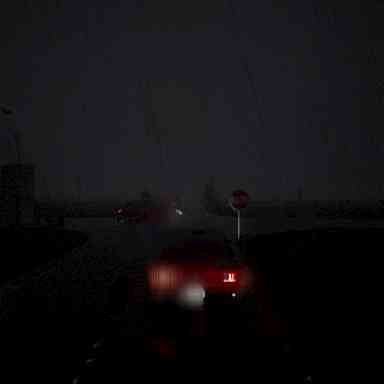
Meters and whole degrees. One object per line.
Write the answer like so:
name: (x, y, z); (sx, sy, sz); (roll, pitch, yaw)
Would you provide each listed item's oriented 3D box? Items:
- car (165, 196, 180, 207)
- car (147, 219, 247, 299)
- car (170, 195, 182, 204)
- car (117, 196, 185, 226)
car: (-2.873, 1.404, 49.340); (1.882, 1.535, 5.008); (0, 0, 0)
car: (0.093, 1.598, 8.372); (1.895, 1.301, 4.718); (0, 0, 0)
car: (-2.851, 1.394, 60.096); (1.837, 1.490, 4.892); (0, 1, 0)
car: (-2.722, 1.336, 22.840); (4.553, 1.767, 2.097); (0, 0, 0)
